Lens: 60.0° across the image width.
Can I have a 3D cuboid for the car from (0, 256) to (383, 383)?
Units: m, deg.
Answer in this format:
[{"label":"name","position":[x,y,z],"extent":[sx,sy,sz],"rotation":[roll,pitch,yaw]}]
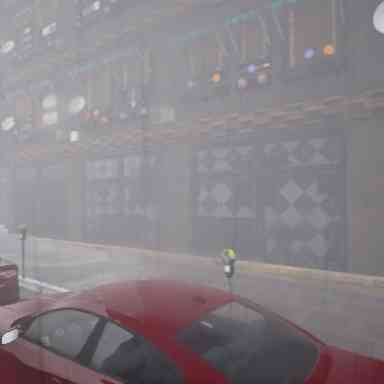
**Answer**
[{"label":"car","position":[-0.567,1.530,3.148],"extent":[4.507,1.381,1.887],"rotation":[0,-1,36]}]
